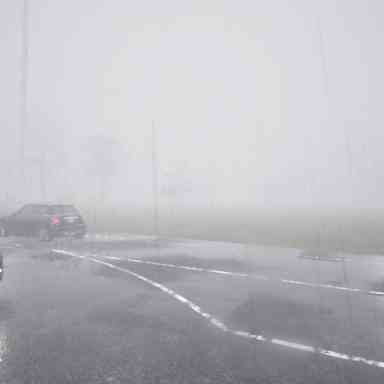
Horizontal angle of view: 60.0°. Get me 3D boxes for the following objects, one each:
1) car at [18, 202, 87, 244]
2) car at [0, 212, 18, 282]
[{"bbox_3d":[-7.196,1.291,15.779,4.553,1.767,2.097,0,0,29],"label":"car"},{"bbox_3d":[-6.676,1.218,7.453,5.566,2.045,2.150,0,0,29],"label":"car"}]
